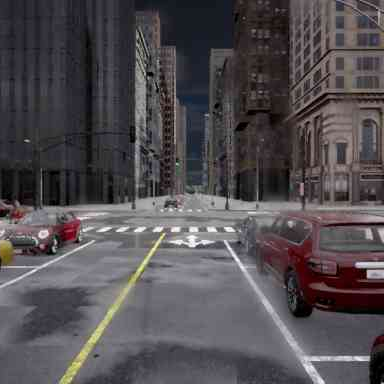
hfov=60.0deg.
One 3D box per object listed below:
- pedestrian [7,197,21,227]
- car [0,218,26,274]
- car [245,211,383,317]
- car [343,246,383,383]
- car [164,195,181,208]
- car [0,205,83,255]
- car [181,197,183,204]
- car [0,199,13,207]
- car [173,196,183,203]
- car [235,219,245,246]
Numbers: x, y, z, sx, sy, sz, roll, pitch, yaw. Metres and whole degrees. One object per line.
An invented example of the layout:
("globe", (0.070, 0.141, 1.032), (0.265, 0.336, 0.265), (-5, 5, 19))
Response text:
("pedestrian", (-10.140, 1.155, 19.069), (0.375, 1.860, 0.375), (0, 0, 0))
("car", (-5.766, 1.525, 7.210), (1.752, 1.417, 4.829), (0, 0, 0))
("car", (2.758, 1.314, 7.382), (2.192, 1.841, 5.009), (0, 0, 0))
("car", (2.759, 1.440, 1.779), (1.967, 1.590, 4.097), (0, 0, 0))
("car", (-2.981, 1.548, 48.258), (2.033, 1.411, 5.357), (0, 0, -1))
("car", (-5.767, 1.439, 12.982), (1.967, 1.590, 4.097), (0, 0, 0))
("car", (-2.934, 1.355, 58.381), (2.097, 1.767, 4.553), (0, 0, 0))
("car", (-16.339, 1.399, 28.378), (4.553, 1.767, 2.097), (0, 0, 0))
("car", (-2.848, 1.607, 68.573), (1.895, 1.301, 4.718), (0, 0, 1))
("car", (2.759, 1.550, 12.984), (2.008, 1.369, 4.403), (0, 0, 0))
